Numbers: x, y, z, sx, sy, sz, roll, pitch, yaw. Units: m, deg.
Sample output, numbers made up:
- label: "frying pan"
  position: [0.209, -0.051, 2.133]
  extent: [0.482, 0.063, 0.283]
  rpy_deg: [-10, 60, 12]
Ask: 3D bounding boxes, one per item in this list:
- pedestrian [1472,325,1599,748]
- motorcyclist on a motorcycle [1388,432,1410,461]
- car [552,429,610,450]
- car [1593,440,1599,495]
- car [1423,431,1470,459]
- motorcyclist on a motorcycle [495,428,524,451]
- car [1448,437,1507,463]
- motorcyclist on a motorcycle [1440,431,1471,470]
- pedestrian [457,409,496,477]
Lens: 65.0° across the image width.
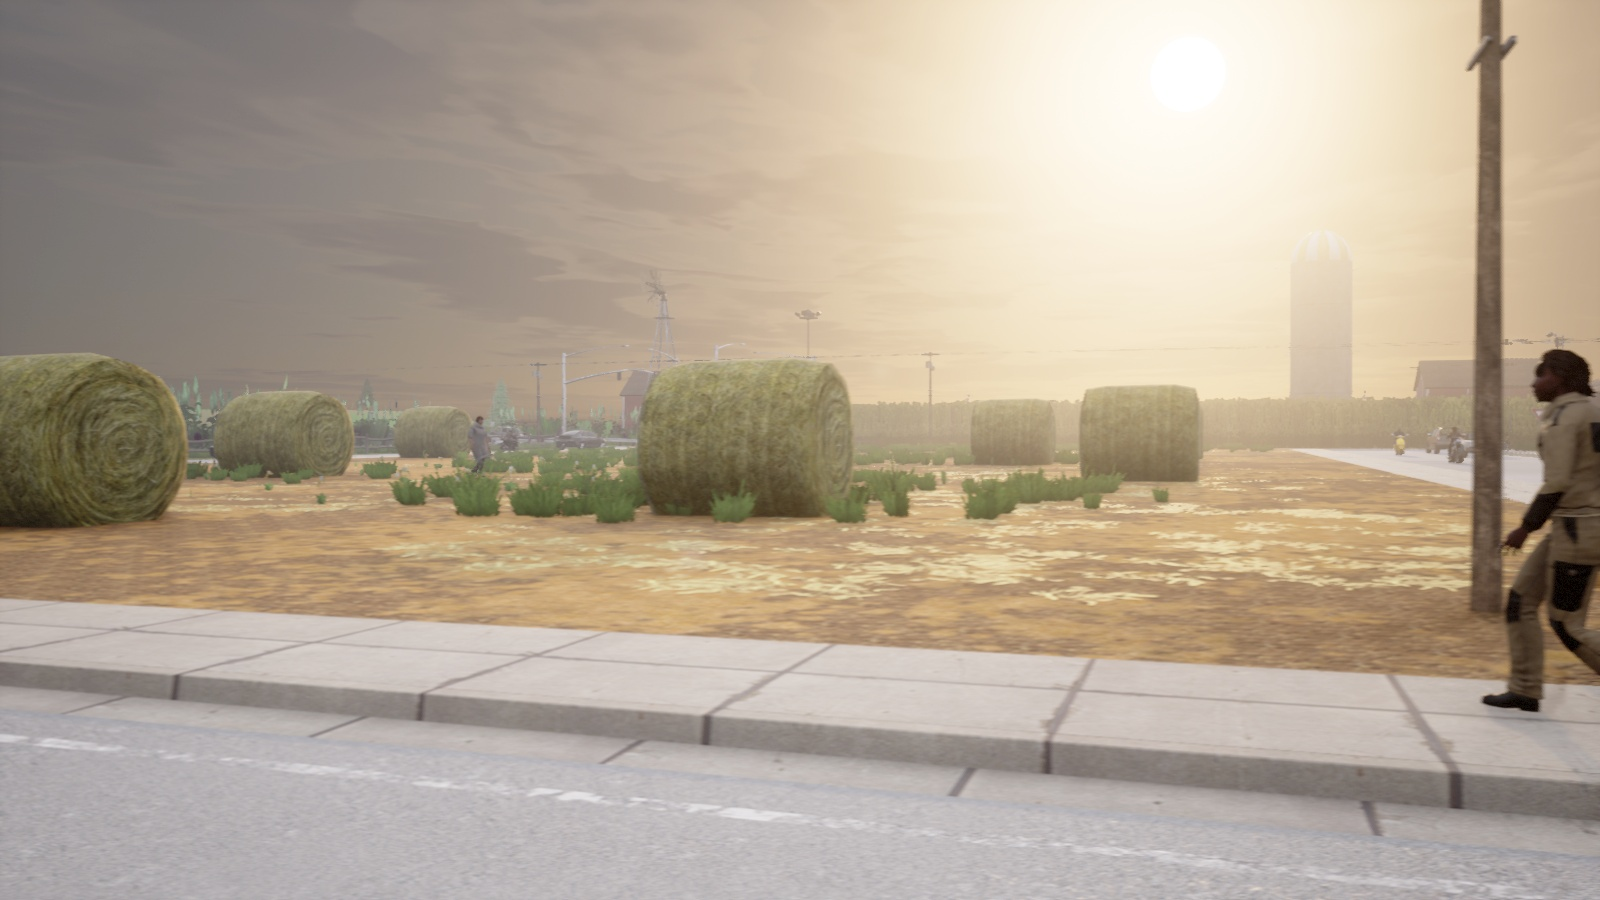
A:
- label: "pedestrian"
  position: [3.659, 0.392, 5.997]
  extent: [0.692, 1.930, 0.396]
  rpy_deg: [1, 1, 43]
- label: "motorcyclist on a motorcycle"
  position: [33.197, -0.222, 69.624]
  extent: [0.866, 1.590, 1.817]
  rpy_deg: [1, 1, 18]
- label: "car"
  position: [-15.761, -0.789, 90.498]
  extent: [1.837, 1.490, 4.892]
  rpy_deg: [1, 1, 21]
- label: "car"
  position: [20.610, 0.480, 29.844]
  extent: [1.994, 1.385, 4.181]
  rpy_deg: [1, 1, 18]
- label: "car"
  position: [38.599, -0.338, 75.081]
  extent: [1.851, 1.617, 3.988]
  rpy_deg: [1, 1, 18]
- label: "motorcyclist on a motorcycle"
  position: [-19.018, -0.692, 82.188]
  extent: [0.797, 1.523, 2.044]
  rpy_deg: [1, 1, 21]
- label: "car"
  position: [35.977, -0.013, 66.810]
  extent: [1.895, 1.301, 4.718]
  rpy_deg: [1, 1, 18]
- label: "motorcyclist on a motorcycle"
  position: [28.379, 0.001, 54.396]
  extent: [0.766, 1.649, 2.350]
  rpy_deg: [1, 1, 18]
- label: "pedestrian"
  position: [-9.494, -0.212, 36.880]
  extent: [0.873, 1.952, 0.659]
  rpy_deg: [1, 1, 27]
